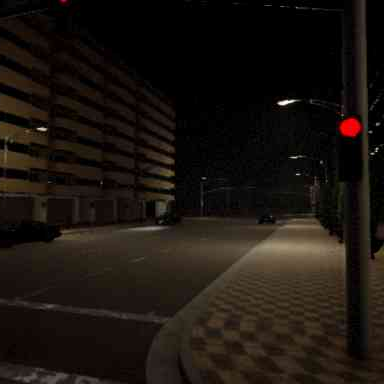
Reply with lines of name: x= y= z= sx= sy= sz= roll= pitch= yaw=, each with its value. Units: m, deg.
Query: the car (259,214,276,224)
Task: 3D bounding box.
car: x=10.298 y=3.644 z=45.456 sx=1.994 sy=1.385 sz=4.181 roll=-1 pitch=-3 yaw=19

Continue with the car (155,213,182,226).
car: x=-2.763 y=3.273 z=39.967 sx=2.128 sy=1.511 sz=4.902 roll=-1 pitch=-3 yaw=19

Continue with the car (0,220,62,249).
car: x=-9.890 y=2.352 z=19.106 sx=2.033 sy=1.411 sz=5.357 roll=-1 pitch=-3 yaw=18
